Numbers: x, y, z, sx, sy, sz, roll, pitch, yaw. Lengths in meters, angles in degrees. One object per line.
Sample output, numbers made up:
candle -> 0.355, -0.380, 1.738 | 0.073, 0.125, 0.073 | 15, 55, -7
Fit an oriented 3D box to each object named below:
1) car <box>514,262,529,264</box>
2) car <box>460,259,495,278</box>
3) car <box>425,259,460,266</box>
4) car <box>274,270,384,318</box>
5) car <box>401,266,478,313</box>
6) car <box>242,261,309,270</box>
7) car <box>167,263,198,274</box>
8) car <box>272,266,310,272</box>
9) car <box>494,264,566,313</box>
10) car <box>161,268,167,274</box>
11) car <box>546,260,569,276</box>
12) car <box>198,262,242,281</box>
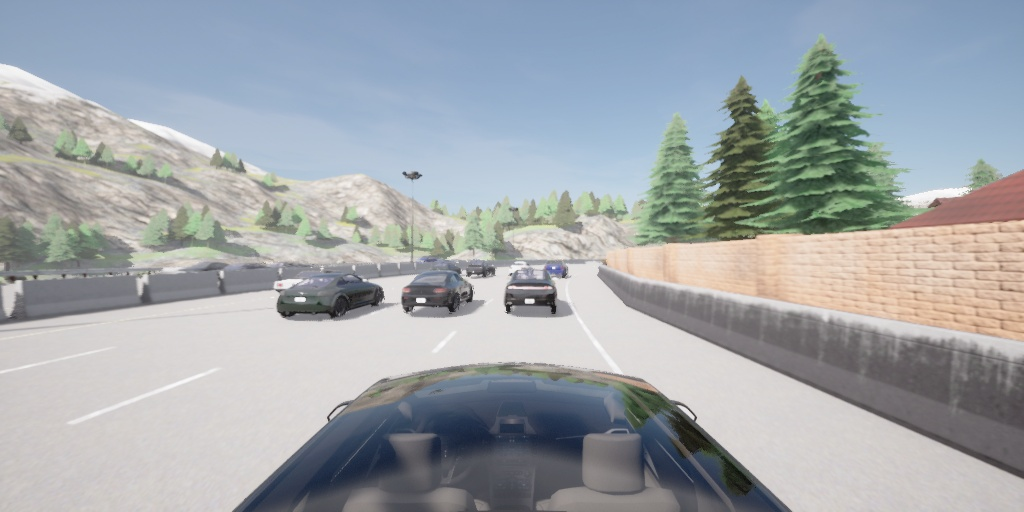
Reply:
car -> 0.969, 1.289, 36.098 | 1.812, 1.442, 4.674 | 0, 0, 14
car -> -2.938, 1.244, 34.739 | 2.128, 1.511, 4.902 | 0, 0, 13
car -> -6.460, 1.308, 35.033 | 1.994, 1.385, 4.181 | 0, 0, 12
car -> -6.319, 1.301, 12.961 | 1.994, 1.385, 4.181 | 0, 0, 5
car -> -2.742, 1.272, 13.863 | 1.812, 1.442, 4.674 | 0, 0, 5
car -> -18.548, 1.202, 29.056 | 2.128, 1.511, 4.902 | 0, 0, 10
car -> -25.468, 1.218, 30.133 | 1.812, 1.442, 4.674 | 0, 0, 10
car -> -9.371, 1.331, 18.044 | 1.895, 1.301, 4.718 | 0, 0, 6
car -> 0.784, 1.248, 13.998 | 2.128, 1.511, 4.902 | 0, 0, 5
car -> -28.604, 1.286, 32.560 | 1.895, 1.301, 4.718 | 0, 0, 11
car -> 4.351, 1.124, 35.111 | 2.097, 1.767, 4.553 | 0, 0, 13
car -> -22.051, 1.249, 29.563 | 2.033, 1.411, 5.357 | 0, 0, 10
